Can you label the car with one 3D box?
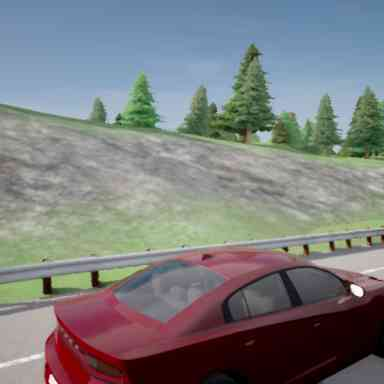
[{"bbox_3d":[0.850,1.471,4.275,5.008,1.535,1.882,0,0,-35],"label":"car"}]
